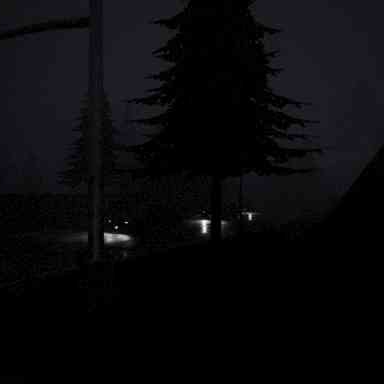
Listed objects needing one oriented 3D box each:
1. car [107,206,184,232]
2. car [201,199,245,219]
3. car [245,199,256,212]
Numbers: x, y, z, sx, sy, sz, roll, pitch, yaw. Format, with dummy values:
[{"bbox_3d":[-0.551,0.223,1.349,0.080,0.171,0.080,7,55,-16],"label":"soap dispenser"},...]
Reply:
[{"bbox_3d":[-2.629,1.547,20.380,2.033,1.411,5.357,0,0,35],"label":"car"},{"bbox_3d":[2.691,1.547,29.248,2.033,1.411,5.357,0,0,26],"label":"car"},{"bbox_3d":[6.459,1.547,38.985,2.033,1.411,5.357,0,0,16],"label":"car"}]
